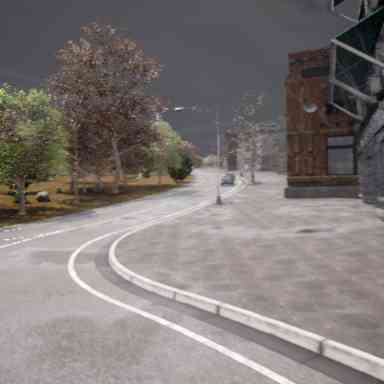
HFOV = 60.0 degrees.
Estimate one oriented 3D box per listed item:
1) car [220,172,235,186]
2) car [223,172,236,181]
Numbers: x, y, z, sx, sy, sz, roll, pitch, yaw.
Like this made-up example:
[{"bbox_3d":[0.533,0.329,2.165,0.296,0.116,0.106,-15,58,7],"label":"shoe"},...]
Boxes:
[{"bbox_3d":[5.170,-1.713,48.976,2.033,1.411,5.357,-1,5,10],"label":"car"},{"bbox_3d":[6.982,-3.012,62.613,2.128,1.511,4.902,-1,5,4],"label":"car"}]
